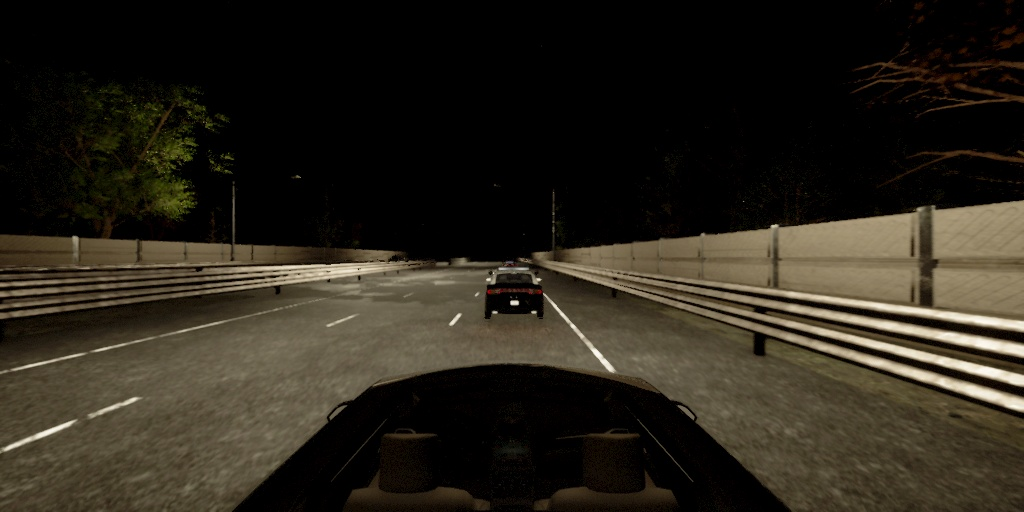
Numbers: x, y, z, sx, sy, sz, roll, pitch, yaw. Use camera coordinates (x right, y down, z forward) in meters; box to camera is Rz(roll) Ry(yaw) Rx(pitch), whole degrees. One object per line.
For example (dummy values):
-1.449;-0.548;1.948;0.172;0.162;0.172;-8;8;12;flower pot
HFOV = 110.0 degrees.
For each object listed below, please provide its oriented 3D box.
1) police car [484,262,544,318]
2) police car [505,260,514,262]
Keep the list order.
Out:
0.064;1.174;13.104;1.930;1.638;5.238;0;0;0;police car
-0.298;1.255;43.956;2.038;1.542;4.974;0;0;-1;police car
